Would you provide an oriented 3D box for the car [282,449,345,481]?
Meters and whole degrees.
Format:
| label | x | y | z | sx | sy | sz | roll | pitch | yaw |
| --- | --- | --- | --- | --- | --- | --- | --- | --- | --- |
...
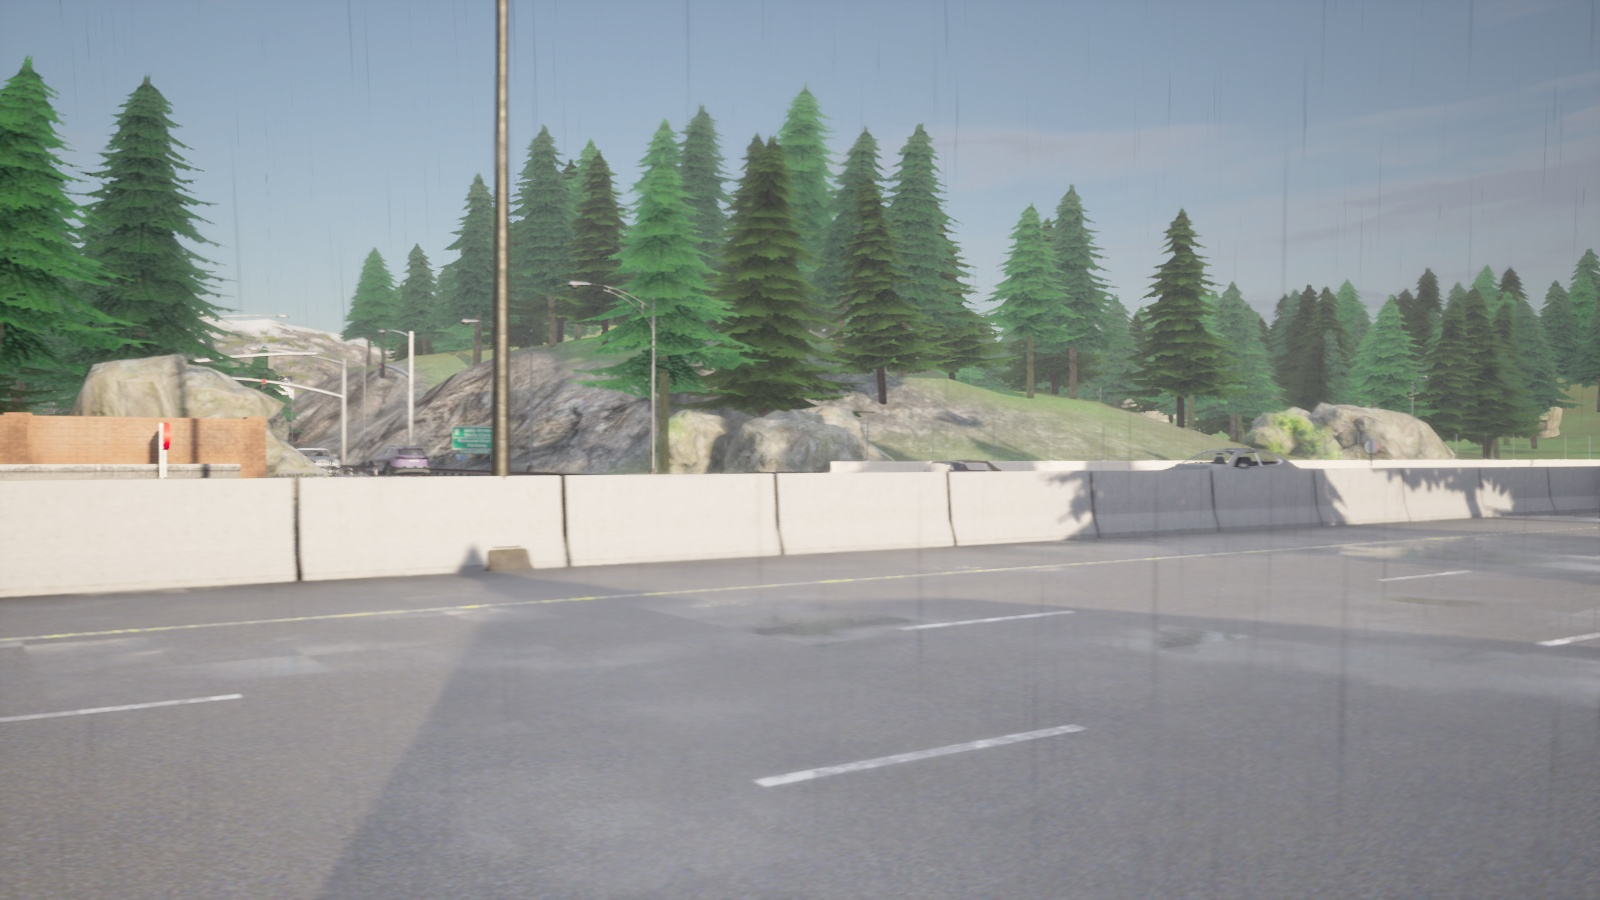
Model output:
| label | x | y | z | sx | sy | sz | roll | pitch | yaw |
| --- | --- | --- | --- | --- | --- | --- | --- | --- | --- |
| car | -23.262 | 0.711 | 59.998 | 1.970 | 1.475 | 3.806 | 0 | 0 | -34 |

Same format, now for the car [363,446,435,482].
| label | x | y | z | sx | sy | sz | roll | pitch | yaw |
| --- | --- | --- | --- | --- | --- | --- | --- | --- | --- |
| car | -19.350 | 0.668 | 60.474 | 2.033 | 1.649 | 4.856 | 0 | 0 | -34 |

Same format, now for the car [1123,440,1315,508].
| label | x | y | z | sx | sy | sz | roll | pitch | yaw |
| --- | --- | --- | --- | --- | --- | --- | --- | --- | --- |
| car | 10.915 | 0.580 | 32.578 | 5.027 | 1.651 | 2.152 | 0 | 0 | -35 |

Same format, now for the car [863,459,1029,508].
| label | x | y | z | sx | sy | sz | roll | pitch | yaw |
| --- | --- | --- | --- | --- | --- | --- | --- | --- | --- |
| car | 4.271 | 0.926 | 36.481 | 4.718 | 1.301 | 1.895 | 0 | 0 | -35 |
